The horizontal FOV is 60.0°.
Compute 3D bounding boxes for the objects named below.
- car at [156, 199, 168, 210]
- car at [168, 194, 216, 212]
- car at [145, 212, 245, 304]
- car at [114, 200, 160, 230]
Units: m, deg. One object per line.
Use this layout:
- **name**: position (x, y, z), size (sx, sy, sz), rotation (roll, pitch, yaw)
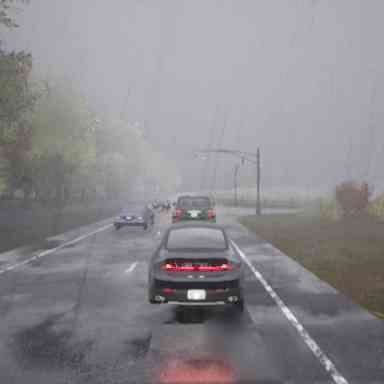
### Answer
- **car**: position (-3.392, 1.403, 38.260), size (1.895, 1.301, 4.718), rotation (0, 0, 0)
- **car**: position (0.105, 1.130, 17.914), size (2.150, 2.045, 5.566), rotation (0, 0, 0)
- **car**: position (0.098, 1.463, 8.007), size (1.837, 1.490, 4.892), rotation (0, 0, 1)
- **car**: position (-3.395, 1.443, 20.388), size (2.033, 1.411, 5.357), rotation (0, 0, 0)
